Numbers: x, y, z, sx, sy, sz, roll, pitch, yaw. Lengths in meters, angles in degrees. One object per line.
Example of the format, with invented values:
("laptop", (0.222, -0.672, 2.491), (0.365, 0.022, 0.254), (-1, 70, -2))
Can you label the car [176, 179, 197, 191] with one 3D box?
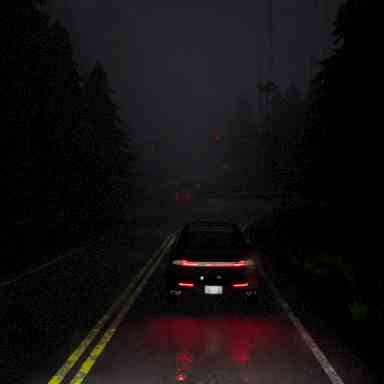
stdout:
("car", (-0.700, -1.056, 45.219), (1.812, 1.442, 4.674), (1, 9, 14))

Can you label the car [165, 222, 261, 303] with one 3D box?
("car", (0.448, 1.469, 8.171), (2.128, 1.511, 4.902), (0, 0, 2))
